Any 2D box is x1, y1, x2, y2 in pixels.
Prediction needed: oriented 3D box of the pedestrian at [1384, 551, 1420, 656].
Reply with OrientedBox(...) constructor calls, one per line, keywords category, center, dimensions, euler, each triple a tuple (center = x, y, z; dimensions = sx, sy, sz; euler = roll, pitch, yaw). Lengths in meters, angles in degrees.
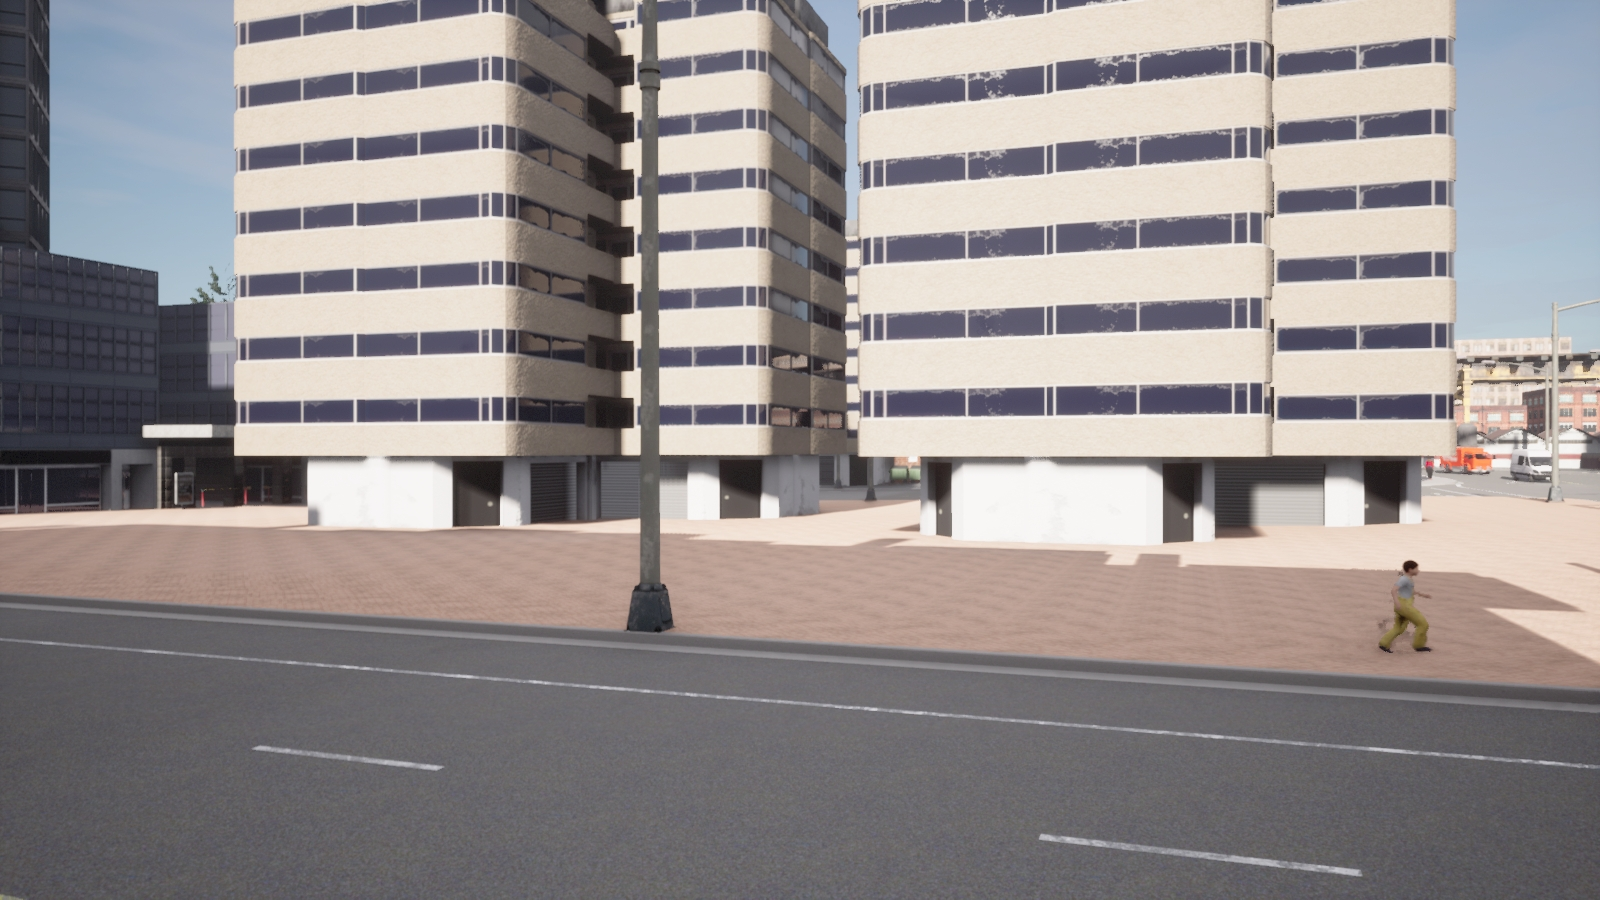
OrientedBox(category="pedestrian", center=(7.798, 1.975, 14.801), dimensions=(0.375, 1.300, 0.375), euler=(0, 0, 22))
